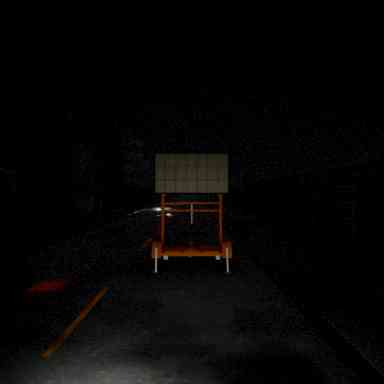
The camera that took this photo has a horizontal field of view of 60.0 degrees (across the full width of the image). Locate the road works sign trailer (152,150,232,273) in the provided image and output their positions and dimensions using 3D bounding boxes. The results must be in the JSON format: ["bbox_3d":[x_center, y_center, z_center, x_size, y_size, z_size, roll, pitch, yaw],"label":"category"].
[{"bbox_3d":[-0.007,0.464,10.646,2.380,3.560,2.880,0,0,0],"label":"road works sign trailer"}]

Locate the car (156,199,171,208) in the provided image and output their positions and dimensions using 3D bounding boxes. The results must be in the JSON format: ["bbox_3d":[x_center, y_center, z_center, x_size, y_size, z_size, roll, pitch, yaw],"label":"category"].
[{"bbox_3d":[-4.031,1.601,47.437,1.895,1.301,4.718,0,0,0],"label":"car"}]

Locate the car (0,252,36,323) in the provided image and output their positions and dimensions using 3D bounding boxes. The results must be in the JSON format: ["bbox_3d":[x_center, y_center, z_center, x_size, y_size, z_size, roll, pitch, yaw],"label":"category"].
[{"bbox_3d":[-4.103,1.547,4.448,2.033,1.411,5.357,0,0,0],"label":"car"}]
